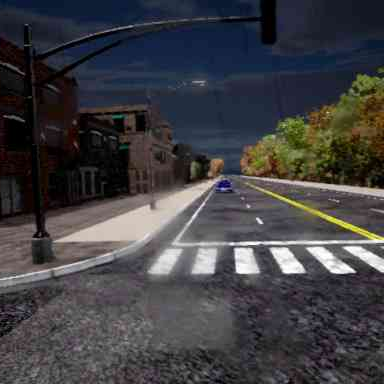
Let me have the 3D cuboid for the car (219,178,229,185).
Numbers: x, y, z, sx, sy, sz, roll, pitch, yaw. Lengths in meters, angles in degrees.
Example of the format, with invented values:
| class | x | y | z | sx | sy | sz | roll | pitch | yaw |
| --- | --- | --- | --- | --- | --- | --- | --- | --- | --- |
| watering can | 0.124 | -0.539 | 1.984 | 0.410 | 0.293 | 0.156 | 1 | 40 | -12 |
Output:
| class | x | y | z | sx | sy | sz | roll | pitch | yaw |
| --- | --- | --- | --- | --- | --- | --- | --- | --- | --- |
| car | 6.541 | -2.129 | 67.464 | 1.895 | 1.301 | 4.718 | -2 | 3 | 6 |

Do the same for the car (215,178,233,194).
| class | x | y | z | sx | sy | sz | roll | pitch | yaw |
| --- | --- | --- | --- | --- | --- | --- | --- | --- | --- |
| car | 3.803 | -0.572 | 39.492 | 1.812 | 1.442 | 4.674 | -2 | 3 | 6 |
